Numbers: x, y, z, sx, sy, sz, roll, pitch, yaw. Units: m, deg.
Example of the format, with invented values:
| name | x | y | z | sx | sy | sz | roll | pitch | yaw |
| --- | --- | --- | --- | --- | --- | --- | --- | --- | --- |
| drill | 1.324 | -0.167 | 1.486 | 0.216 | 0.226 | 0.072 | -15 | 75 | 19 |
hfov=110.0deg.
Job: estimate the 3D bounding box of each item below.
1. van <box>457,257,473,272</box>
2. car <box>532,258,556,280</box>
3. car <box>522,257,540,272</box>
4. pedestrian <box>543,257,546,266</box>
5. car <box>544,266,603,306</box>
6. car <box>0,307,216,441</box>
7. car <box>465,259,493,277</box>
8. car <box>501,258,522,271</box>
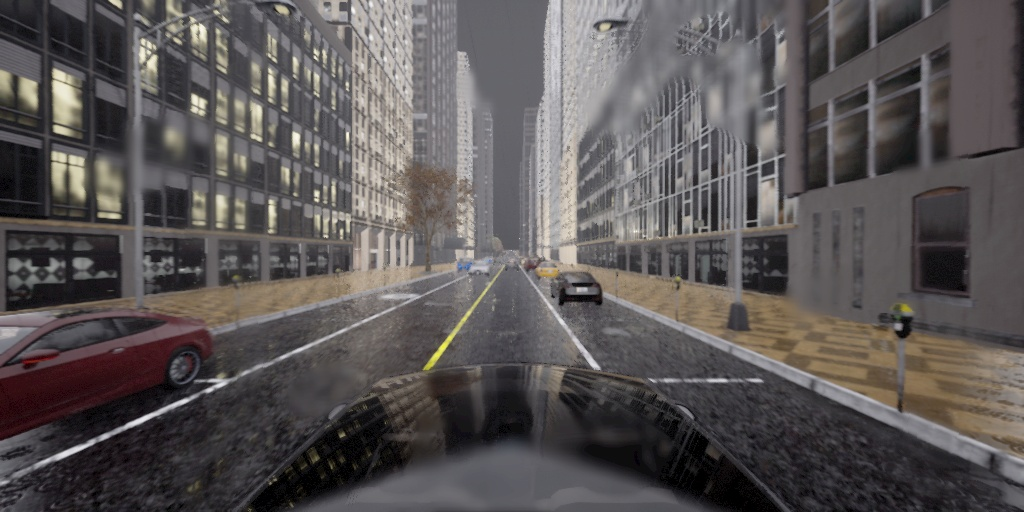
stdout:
| name | x | y | z | sx | sy | sz | roll | pitch | yaw |
| --- | --- | --- | --- | --- | --- | --- | --- | --- | --- |
| van | -5.682 | 1.047 | 44.099 | 1.690 | 1.789 | 3.998 | 0 | 0 | 0 |
| car | 3.006 | 1.179 | 30.982 | 1.801 | 1.575 | 5.366 | 0 | 0 | 0 |
| car | 2.699 | 1.021 | 44.093 | 2.192 | 1.841 | 5.009 | 0 | 0 | 0 |
| pedestrian | 3.007 | 1.013 | 33.970 | 0.375 | 1.860 | 0.375 | 0 | 0 | 0 |
| car | 2.693 | 1.305 | 15.601 | 1.948 | 1.339 | 4.313 | 0 | 0 | 0 |
| car | -5.690 | 1.330 | 4.213 | 1.802 | 1.307 | 4.207 | 0 | 0 | 0 |
| car | -3.086 | 1.244 | 34.733 | 1.812 | 1.442 | 4.674 | 0 | 0 | 0 |
| car | 0.038 | 1.192 | 48.375 | 2.128 | 1.511 | 4.902 | 0 | 0 | 1 |
